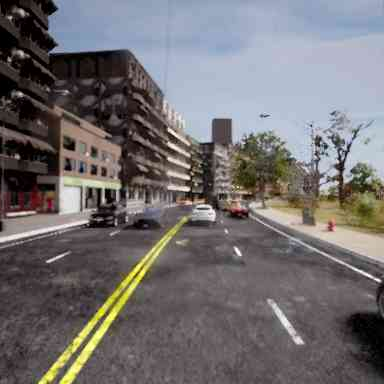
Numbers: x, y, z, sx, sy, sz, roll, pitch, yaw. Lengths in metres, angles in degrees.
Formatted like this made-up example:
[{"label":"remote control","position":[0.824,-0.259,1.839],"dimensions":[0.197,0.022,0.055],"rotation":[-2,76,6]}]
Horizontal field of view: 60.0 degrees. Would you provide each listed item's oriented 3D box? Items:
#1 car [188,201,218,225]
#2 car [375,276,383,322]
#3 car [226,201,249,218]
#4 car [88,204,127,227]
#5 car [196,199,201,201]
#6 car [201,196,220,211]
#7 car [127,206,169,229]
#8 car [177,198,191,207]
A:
[{"label":"car","position":[0.920,1.740,26.370],"dimensions":[1.812,1.442,4.674],"rotation":[0,0,4]},{"label":"car","position":[4.228,1.581,4.124],"dimensions":[1.812,1.442,4.674],"rotation":[0,0,1]},{"label":"car","position":[4.712,1.906,34.004],"dimensions":[1.895,1.301,4.718],"rotation":[0,-1,5]},{"label":"car","position":[-5.910,1.661,24.008],"dimensions":[1.837,1.490,4.892],"rotation":[0,-1,3]},{"label":"car","position":[1.641,2.068,64.720],"dimensions":[1.882,1.535,5.008],"rotation":[0,0,9]},{"label":"car","position":[3.013,1.678,49.925],"dimensions":[2.150,2.045,5.566],"rotation":[0,-1,7]},{"label":"car","position":[-2.715,1.715,23.258],"dimensions":[2.033,1.411,5.357],"rotation":[0,0,3]},{"label":"car","position":[-1.568,1.936,65.224],"dimensions":[2.097,1.767,4.553],"rotation":[0,-1,9]}]
